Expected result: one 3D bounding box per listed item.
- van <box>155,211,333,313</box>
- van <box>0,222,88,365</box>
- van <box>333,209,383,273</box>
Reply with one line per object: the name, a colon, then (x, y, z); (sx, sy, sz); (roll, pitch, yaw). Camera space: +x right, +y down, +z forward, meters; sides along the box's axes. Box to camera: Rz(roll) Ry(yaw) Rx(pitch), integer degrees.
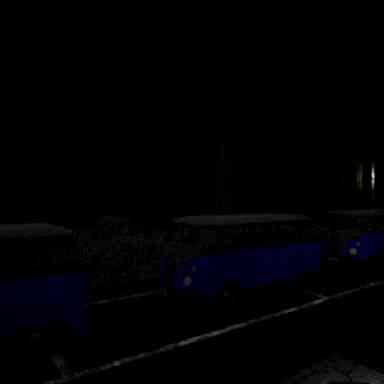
van: (1.181, 1.388, 7.488); (3.998, 1.788, 1.690); (1, 0, -35)
van: (-3.393, 1.338, 4.226); (3.998, 1.788, 1.690); (1, 0, -35)
van: (5.756, 1.440, 10.750); (3.998, 1.788, 1.690); (1, 0, -35)
